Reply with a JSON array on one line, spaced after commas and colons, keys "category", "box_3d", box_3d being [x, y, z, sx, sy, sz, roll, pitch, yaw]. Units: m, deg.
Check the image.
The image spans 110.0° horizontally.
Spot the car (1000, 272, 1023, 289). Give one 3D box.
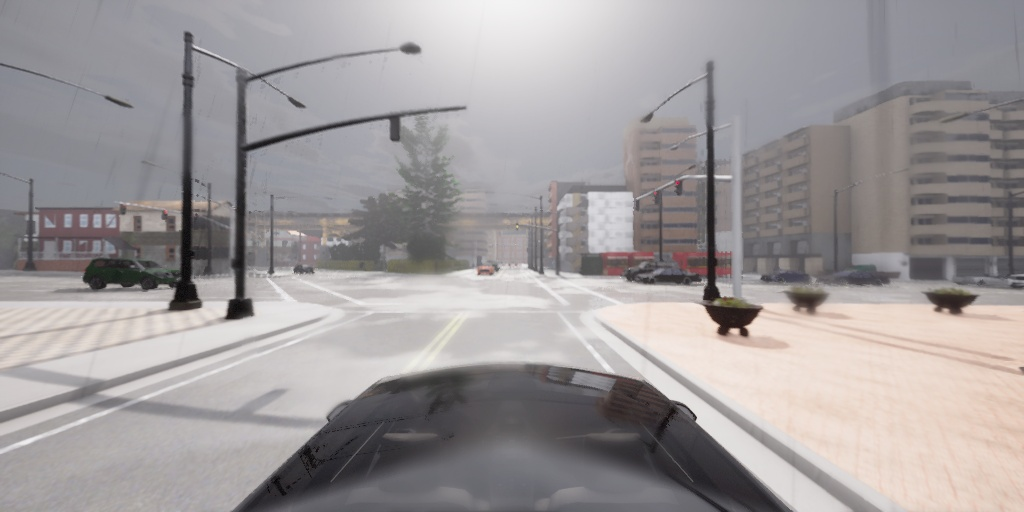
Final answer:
[{"category": "car", "box_3d": [47.535, 1.980, 31.615, 5.566, 2.045, 2.150, 1, -1, 0]}]

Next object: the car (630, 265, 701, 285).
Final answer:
[{"category": "car", "box_3d": [13.609, 1.780, 31.447, 5.357, 1.411, 2.033, 1, -1, 0]}]

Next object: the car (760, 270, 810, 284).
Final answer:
[{"category": "car", "box_3d": [26.732, 2.006, 35.046, 4.181, 1.385, 1.994, 1, -1, 0]}]

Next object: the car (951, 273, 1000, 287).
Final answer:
[{"category": "car", "box_3d": [46.362, 2.332, 35.116, 4.718, 1.301, 1.895, 1, -1, 0]}]

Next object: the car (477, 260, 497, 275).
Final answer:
[{"category": "car", "box_3d": [-3.584, 1.689, 49.251, 2.097, 1.767, 4.553, 0, -1, 0]}]

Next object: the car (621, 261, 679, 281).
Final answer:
[{"category": "car", "box_3d": [13.591, 1.495, 34.954, 5.566, 2.045, 2.150, 1, -1, 0]}]

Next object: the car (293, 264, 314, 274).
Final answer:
[{"category": "car", "box_3d": [-30.988, 1.912, 53.325, 4.674, 1.442, 1.812, -1, -1, 44]}]

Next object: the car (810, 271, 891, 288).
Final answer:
[{"category": "car", "box_3d": [30.001, 1.994, 31.574, 5.357, 1.411, 2.033, 1, -1, 0]}]

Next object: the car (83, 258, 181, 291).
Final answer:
[{"category": "car", "box_3d": [-25.027, 1.186, 23.954, 5.566, 2.045, 2.150, 1, -1, 0]}]

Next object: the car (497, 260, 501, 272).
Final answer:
[{"category": "car", "box_3d": [-3.515, 1.718, 61.944, 2.150, 2.045, 5.566, 0, -1, 0]}]
